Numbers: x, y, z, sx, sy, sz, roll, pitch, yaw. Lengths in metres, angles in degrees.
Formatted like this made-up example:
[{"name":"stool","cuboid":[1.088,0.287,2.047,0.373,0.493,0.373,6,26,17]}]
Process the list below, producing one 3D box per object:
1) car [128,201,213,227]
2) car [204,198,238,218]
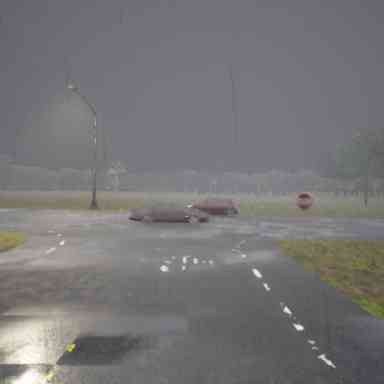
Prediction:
[{"name":"car","cuboid":[-1.502,1.487,22.269,5.357,1.411,2.033,1,1,0]},{"name":"car","cuboid":[1.736,1.282,29.243,4.553,1.767,2.097,2,1,0]}]
